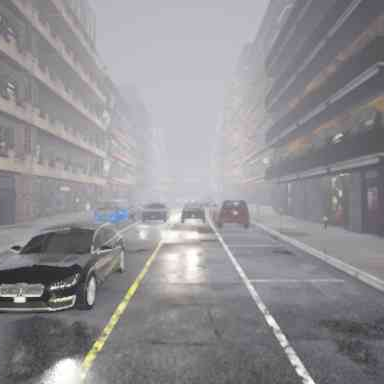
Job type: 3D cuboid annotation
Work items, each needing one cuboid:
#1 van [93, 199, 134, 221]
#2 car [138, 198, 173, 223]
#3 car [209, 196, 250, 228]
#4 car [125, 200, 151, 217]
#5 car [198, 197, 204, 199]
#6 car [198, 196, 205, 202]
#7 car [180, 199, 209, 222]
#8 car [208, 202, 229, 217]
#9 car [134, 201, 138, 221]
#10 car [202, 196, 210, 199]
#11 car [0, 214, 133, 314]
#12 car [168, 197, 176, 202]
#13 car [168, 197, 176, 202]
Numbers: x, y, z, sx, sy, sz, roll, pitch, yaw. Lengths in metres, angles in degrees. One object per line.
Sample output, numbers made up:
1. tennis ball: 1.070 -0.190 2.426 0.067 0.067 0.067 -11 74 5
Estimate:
1. van: -5.289 1.382 22.194 1.690 1.788 3.998 1 0 0
2. car: -2.814 1.537 26.653 1.882 1.535 5.008 0 0 0
3. car: 2.590 1.357 22.226 2.192 1.841 5.009 1 0 0
4. car: -5.289 1.613 33.150 1.752 1.417 4.829 1 0 0
5. car: 0.113 1.696 42.325 1.994 1.385 4.181 0 0 0
6. car: 2.616 1.934 94.723 1.752 1.417 4.829 1 0 0
7. car: 0.111 1.552 26.565 2.128 1.511 4.902 0 0 0
8. car: 2.590 1.671 33.350 1.802 1.307 4.206 1 0 0
9. car: -5.292 1.615 27.759 2.008 1.369 4.403 1 0 0
10. car: 2.598 1.736 50.042 1.947 1.339 4.313 1 0 0
11. car: -2.838 1.511 7.913 1.837 1.490 4.892 0 0 0
12. car: -5.266 1.941 88.961 1.947 1.339 4.313 1 0 0
13. car: -5.270 1.838 77.664 1.752 1.417 4.829 1 0 0
